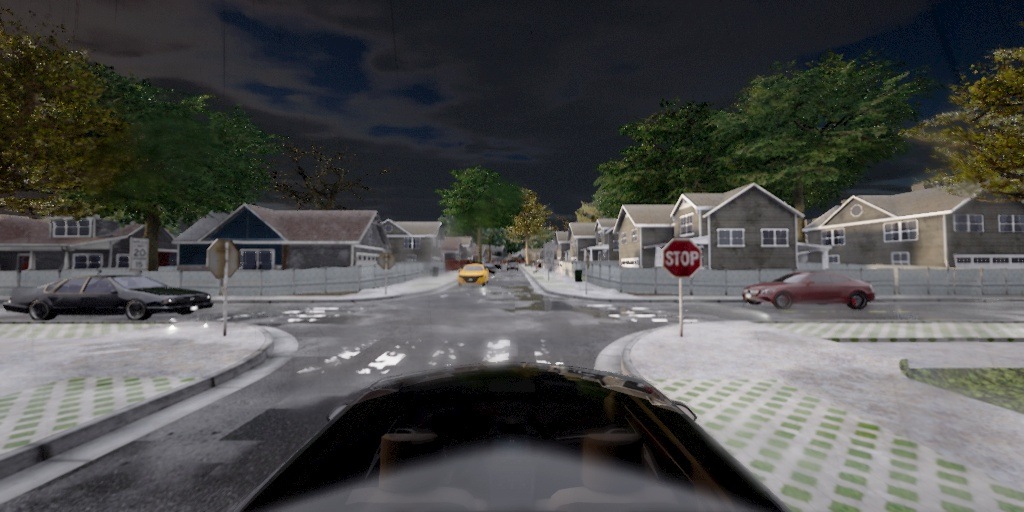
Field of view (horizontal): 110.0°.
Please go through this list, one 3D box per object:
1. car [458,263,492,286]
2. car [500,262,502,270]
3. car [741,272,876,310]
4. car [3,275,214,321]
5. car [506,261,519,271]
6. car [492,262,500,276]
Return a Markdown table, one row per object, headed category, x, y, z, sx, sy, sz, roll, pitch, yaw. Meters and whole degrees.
| category | x | y | z | sx | sy | sz | roll | pitch | yaw |
| --- | --- | --- | --- | --- | --- | --- | --- | --- | --- |
| car | -2.802 | 1.360 | 26.805 | 1.882 | 1.535 | 5.008 | 0 | 0 | 0 |
| car | -2.645 | 1.699 | 61.223 | 1.895 | 1.301 | 4.718 | 0 | 0 | 0 |
| car | 11.967 | 1.364 | 14.605 | 4.674 | 1.442 | 1.812 | 0 | -2 | 0 |
| car | -13.154 | 1.342 | 11.877 | 5.357 | 1.411 | 2.033 | 0 | -2 | 0 |
| car | 0.094 | 1.591 | 55.421 | 2.033 | 1.411 | 5.357 | 0 | 0 | 0 |
| car | -2.774 | 1.512 | 41.717 | 2.033 | 1.411 | 5.357 | 0 | 0 | 0 |
